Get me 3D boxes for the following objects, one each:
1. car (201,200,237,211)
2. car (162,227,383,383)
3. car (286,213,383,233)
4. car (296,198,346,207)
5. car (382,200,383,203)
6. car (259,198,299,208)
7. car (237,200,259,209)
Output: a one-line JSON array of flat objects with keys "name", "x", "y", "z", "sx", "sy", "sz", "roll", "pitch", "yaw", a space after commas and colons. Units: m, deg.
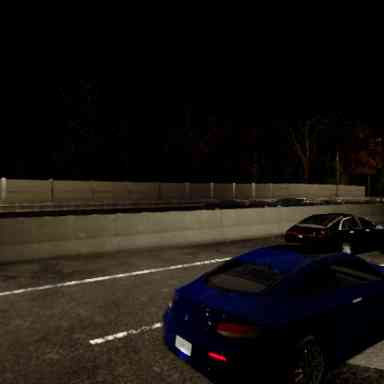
[{"name": "car", "x": 3.600, "y": 1.559, "z": 36.665, "sx": 5.357, "sy": 1.411, "sz": 2.033, "roll": 0, "pitch": 0, "yaw": -35}, {"name": "car", "x": 1.779, "y": 1.526, "z": 5.017, "sx": 4.674, "sy": 1.442, "sz": 1.812, "roll": 0, "pitch": 0, "yaw": -36}, {"name": "car", "x": 5.376, "y": 1.508, "z": 11.888, "sx": 4.892, "sy": 1.490, "sz": 1.837, "roll": 0, "pitch": 0, "yaw": -36}, {"name": "car", "x": 11.996, "y": 1.506, "z": 29.755, "sx": 4.902, "sy": 1.511, "sz": 2.128, "roll": 0, "pitch": 0, "yaw": -35}, {"name": "car", "x": 36.504, "y": 1.583, "z": 60.034, "sx": 5.357, "sy": 1.411, "sz": 2.033, "roll": 0, "pitch": 0, "yaw": -36}, {"name": "car", "x": 8.995, "y": 1.365, "z": 31.913, "sx": 4.553, "sy": 1.767, "sz": 2.097, "roll": 0, "pitch": 0, "yaw": -35}, {"name": "car", "x": 7.270, "y": 1.577, "z": 34.981, "sx": 4.181, "sy": 1.385, "sz": 1.994, "roll": 0, "pitch": 0, "yaw": -35}]
